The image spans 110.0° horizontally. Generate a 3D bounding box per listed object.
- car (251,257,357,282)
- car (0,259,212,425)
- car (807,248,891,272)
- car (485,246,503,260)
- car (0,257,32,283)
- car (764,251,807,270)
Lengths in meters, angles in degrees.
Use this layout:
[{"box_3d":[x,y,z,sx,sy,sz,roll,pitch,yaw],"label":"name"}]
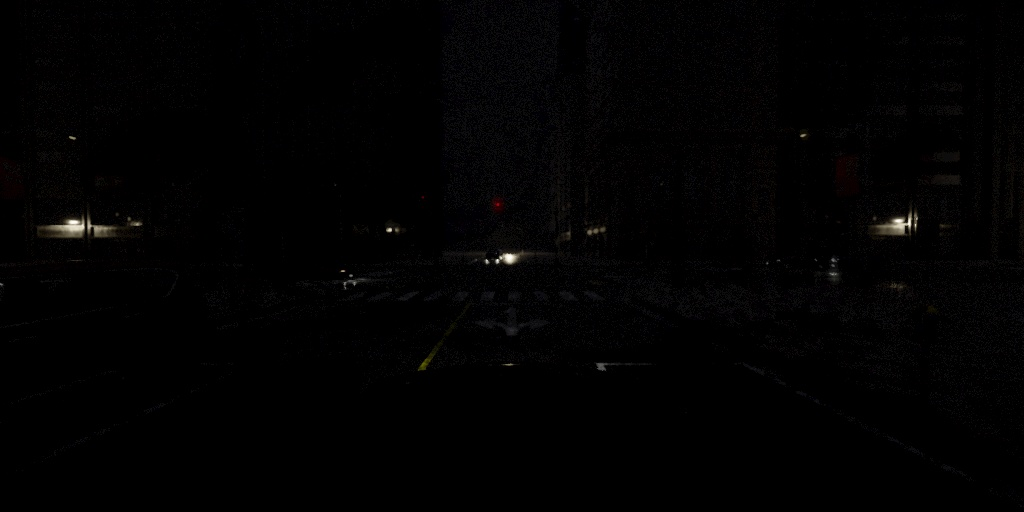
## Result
[{"box_3d":[-12.071,0.756,20.946,5.357,1.411,2.033,0,1,0],"label":"car"},{"box_3d":[-5.857,1.005,3.763,2.192,1.841,5.009,0,0,0],"label":"car"},{"box_3d":[26.048,0.287,27.564,4.553,1.767,2.097,0,1,0],"label":"car"},{"box_3d":[-3.006,-0.396,55.718,2.097,1.767,4.553,0,2,0],"label":"car"},{"box_3d":[-31.635,0.803,20.945,4.674,1.442,1.812,0,1,0],"label":"car"},{"box_3d":[24.419,0.360,30.816,4.902,1.511,2.128,0,1,0],"label":"car"}]
